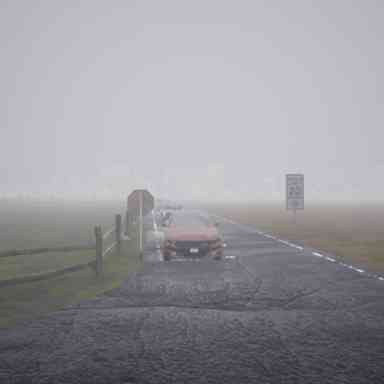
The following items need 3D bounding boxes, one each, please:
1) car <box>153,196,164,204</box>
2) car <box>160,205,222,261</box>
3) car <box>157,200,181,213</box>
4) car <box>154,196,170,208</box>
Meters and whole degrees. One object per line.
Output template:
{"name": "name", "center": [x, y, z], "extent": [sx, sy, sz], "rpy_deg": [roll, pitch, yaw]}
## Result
{"name": "car", "center": [-6.387, 1.428, 63.829], "extent": [1.994, 1.385, 4.181], "rpy_deg": [-1, 0, -7]}
{"name": "car", "center": [-0.076, 1.475, 12.497], "extent": [1.882, 1.535, 5.008], "rpy_deg": [-1, 0, -3]}
{"name": "car", "center": [-1.447, 1.563, 25.029], "extent": [1.895, 1.301, 4.718], "rpy_deg": [-1, 0, -7]}
{"name": "car", "center": [-3.221, 1.473, 38.924], "extent": [2.033, 1.411, 5.357], "rpy_deg": [-1, 0, -8]}
